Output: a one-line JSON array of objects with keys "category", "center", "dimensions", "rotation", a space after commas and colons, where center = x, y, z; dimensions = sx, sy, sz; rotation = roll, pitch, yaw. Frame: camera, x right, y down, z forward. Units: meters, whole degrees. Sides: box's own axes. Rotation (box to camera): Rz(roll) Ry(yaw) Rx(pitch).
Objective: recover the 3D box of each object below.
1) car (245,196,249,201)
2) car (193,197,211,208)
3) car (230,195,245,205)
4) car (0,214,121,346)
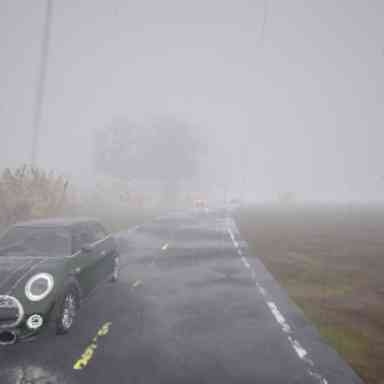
[{"category": "car", "center": [11.871, 1.576, 80.683], "dimensions": [1.837, 1.490, 4.892], "rotation": [0, 0, 17]}, {"category": "car", "center": [1.536, 1.493, 49.994], "dimensions": [2.097, 1.767, 4.553], "rotation": [0, 0, 11]}, {"category": "car", "center": [8.373, 1.659, 63.053], "dimensions": [1.882, 1.535, 5.008], "rotation": [0, 0, 13]}, {"category": "car", "center": [-2.938, 1.367, 6.712], "dimensions": [2.097, 1.767, 4.553], "rotation": [0, 0, 2]}]
